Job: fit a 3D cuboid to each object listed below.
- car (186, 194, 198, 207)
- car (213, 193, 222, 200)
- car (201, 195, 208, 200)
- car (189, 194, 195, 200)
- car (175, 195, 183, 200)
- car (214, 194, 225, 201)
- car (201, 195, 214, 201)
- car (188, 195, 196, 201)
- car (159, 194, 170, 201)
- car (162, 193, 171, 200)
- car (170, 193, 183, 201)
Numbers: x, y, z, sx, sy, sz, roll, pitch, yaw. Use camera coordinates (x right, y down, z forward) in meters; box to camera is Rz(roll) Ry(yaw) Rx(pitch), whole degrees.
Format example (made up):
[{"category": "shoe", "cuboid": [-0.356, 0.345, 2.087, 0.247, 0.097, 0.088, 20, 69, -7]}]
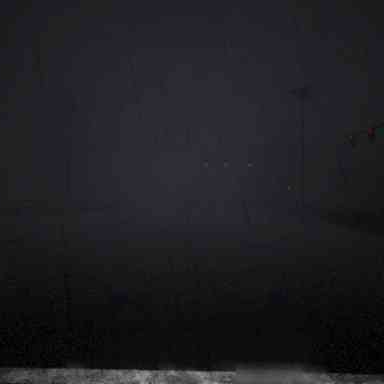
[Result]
[{"category": "car", "cuboid": [-0.003, 1.462, 52.087, 1.882, 1.535, 5.008, 0, 0, 0]}, {"category": "car", "cuboid": [6.996, 1.270, 92.289, 2.097, 1.767, 4.553, 0, 0, 0]}, {"category": "car", "cuboid": [3.495, 1.439, 92.318, 1.812, 1.442, 4.674, 0, 0, 0]}, {"category": "car", "cuboid": [-0.005, 1.418, 92.319, 1.837, 1.490, 4.892, 0, 0, 0]}, {"category": "car", "cuboid": [-3.505, 1.473, 92.320, 1.994, 1.385, 4.181, 0, 0, 0]}, {"category": "car", "cuboid": [6.996, 1.527, 82.408, 1.994, 1.385, 4.181, 0, 0, 0]}, {"category": "car", "cuboid": [3.496, 1.500, 82.046, 2.128, 1.511, 4.902, 0, 0, 0]}, {"category": "car", "cuboid": [-0.004, 1.527, 82.486, 1.994, 1.385, 4.181, 0, 0, 0]}, {"category": "car", "cuboid": [-7.004, 1.515, 81.918, 2.033, 1.411, 5.357, 0, 0, 0]}, {"category": "car", "cuboid": [-7.005, 1.275, 92.289, 2.097, 1.767, 4.553, 0, 0, 0]}, {"category": "car", "cuboid": [-3.504, 1.200, 81.926, 2.150, 2.045, 5.566, 0, 0, 0]}]
